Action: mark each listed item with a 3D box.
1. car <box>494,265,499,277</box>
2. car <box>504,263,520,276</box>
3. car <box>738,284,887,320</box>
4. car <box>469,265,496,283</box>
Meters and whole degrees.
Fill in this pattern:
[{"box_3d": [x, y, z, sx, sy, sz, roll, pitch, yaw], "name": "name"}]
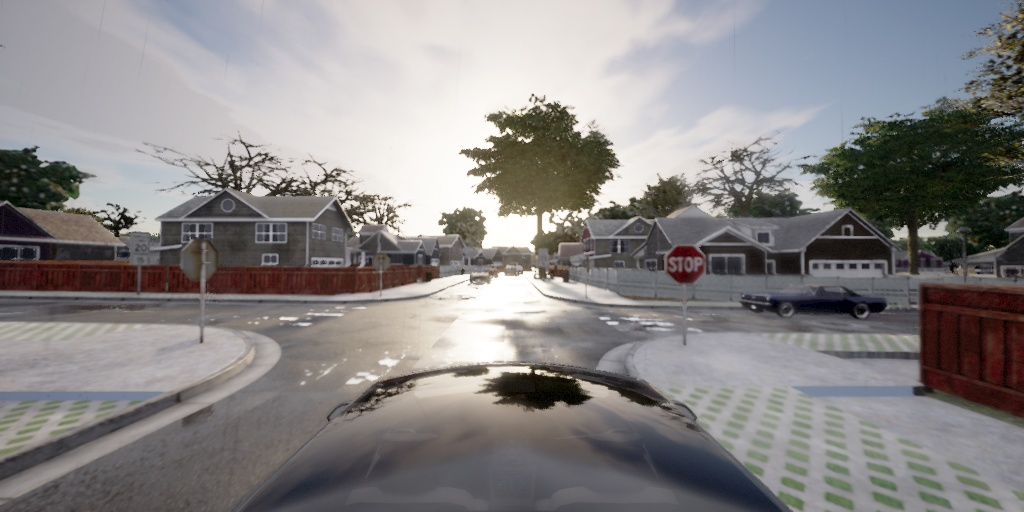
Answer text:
[{"box_3d": [-2.990, 1.994, 49.245, 2.097, 1.767, 4.553, 0, -2, 1], "name": "car"}, {"box_3d": [-0.201, 2.291, 56.699, 2.128, 1.511, 4.902, 0, -1, 1], "name": "car"}, {"box_3d": [11.951, 1.786, 14.508, 4.718, 1.301, 1.895, 1, -2, -1], "name": "car"}, {"box_3d": [-2.979, 1.874, 34.791, 2.033, 1.411, 5.357, 0, -1, 0], "name": "car"}]
